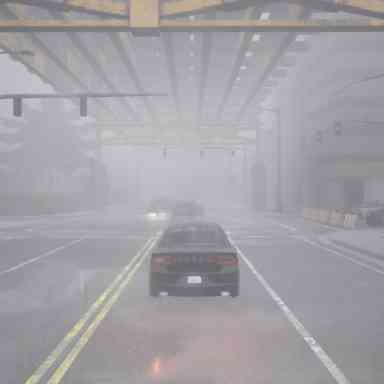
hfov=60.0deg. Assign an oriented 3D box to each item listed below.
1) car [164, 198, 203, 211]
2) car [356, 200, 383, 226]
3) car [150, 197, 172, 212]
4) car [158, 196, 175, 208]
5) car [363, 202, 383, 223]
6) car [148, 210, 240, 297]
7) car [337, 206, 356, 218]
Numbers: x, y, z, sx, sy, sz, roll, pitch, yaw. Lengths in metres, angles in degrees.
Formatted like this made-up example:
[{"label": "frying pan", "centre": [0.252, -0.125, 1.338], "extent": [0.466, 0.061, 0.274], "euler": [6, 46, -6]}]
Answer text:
[{"label": "car", "centre": [-0.335, 1.456, 28.772], "extent": [2.128, 1.511, 4.902], "euler": [0, 0, 16]}, {"label": "car", "centre": [13.213, 1.398, 20.922], "extent": [4.974, 1.542, 2.038], "euler": [0, 0, -20]}, {"label": "car", "centre": [-3.677, 1.450, 38.330], "extent": [2.128, 1.511, 4.902], "euler": [0, 0, 0]}, {"label": "car", "centre": [-3.693, 1.437, 48.407], "extent": [2.128, 1.511, 4.902], "euler": [0, 0, 0]}, {"label": "car", "centre": [13.262, 1.240, 20.940], "extent": [4.536, 1.218, 1.853], "euler": [0, 0, -20]}, {"label": "car", "centre": [0.051, 1.468, 8.617], "extent": [1.882, 1.535, 5.008], "euler": [0, 0, 0]}, {"label": "car", "centre": [13.577, 1.234, 25.059], "extent": [4.536, 1.218, 1.853], "euler": [0, 0, 25]}]
